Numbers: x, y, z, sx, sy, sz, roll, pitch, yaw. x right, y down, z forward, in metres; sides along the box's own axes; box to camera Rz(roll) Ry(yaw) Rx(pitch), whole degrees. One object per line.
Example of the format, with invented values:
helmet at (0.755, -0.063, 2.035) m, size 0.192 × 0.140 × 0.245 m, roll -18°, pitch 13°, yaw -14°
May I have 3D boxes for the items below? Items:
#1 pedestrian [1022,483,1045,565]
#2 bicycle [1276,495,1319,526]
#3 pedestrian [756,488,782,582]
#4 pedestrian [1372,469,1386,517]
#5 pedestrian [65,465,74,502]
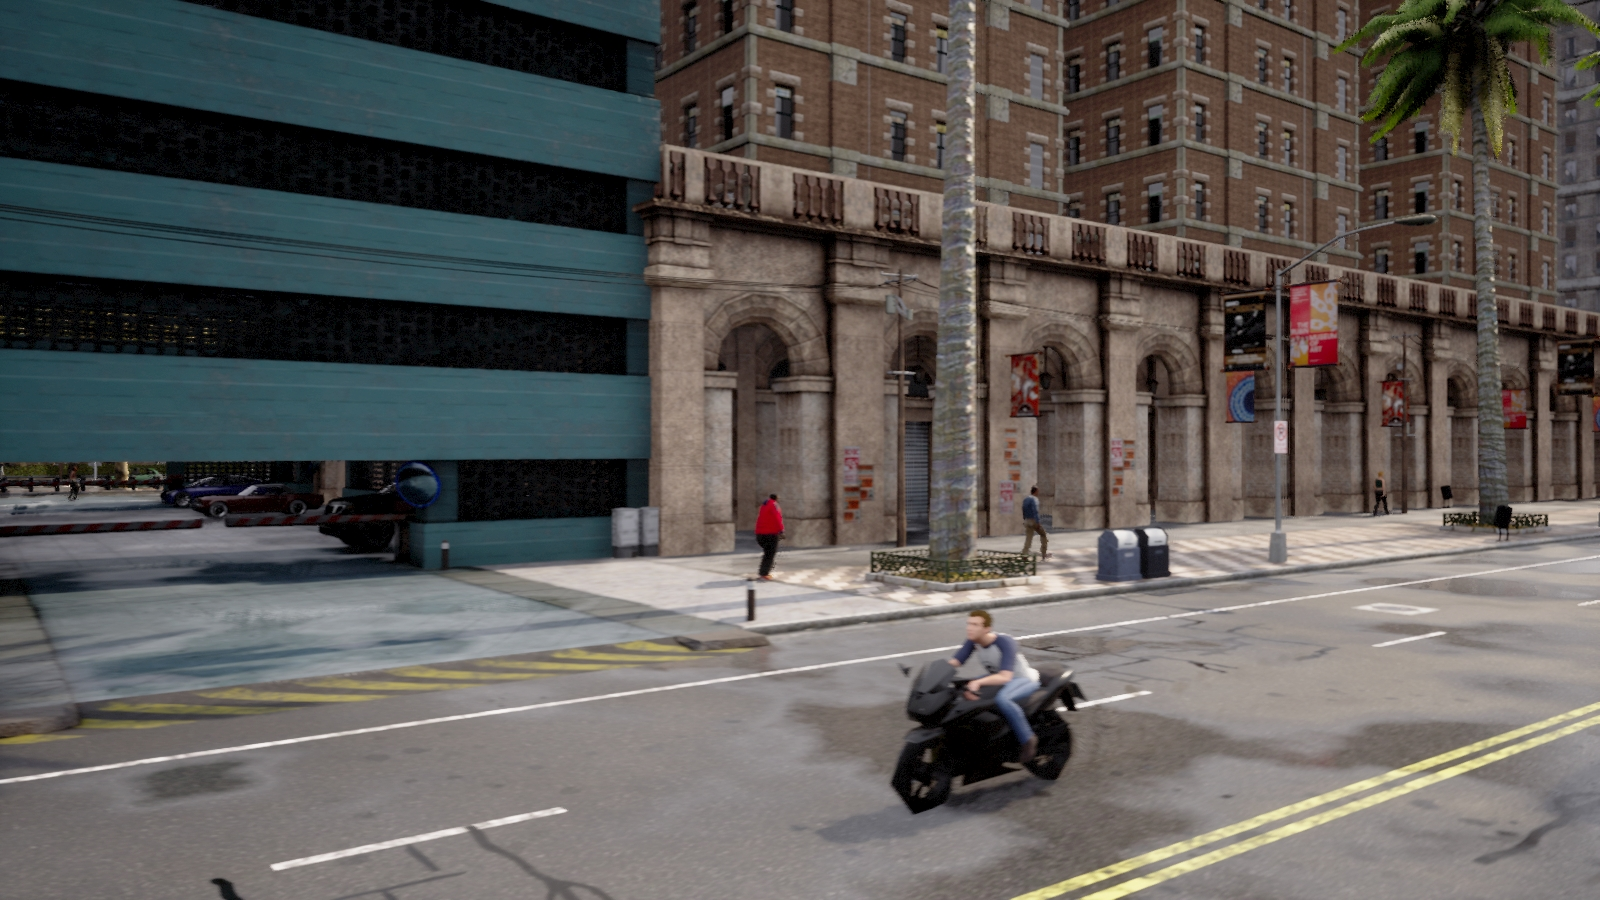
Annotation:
pedestrian at (5.396, 1.698, 26.428) m, size 0.375 × 1.860 × 0.375 m, roll 0°, pitch 0°, yaw -26°
bicycle at (18.681, 2.259, 42.904) m, size 1.487 × 1.080 × 0.859 m, roll 0°, pitch 0°, yaw -36°
pedestrian at (-0.629, 1.700, 22.972) m, size 0.375 × 1.860 × 0.375 m, roll 0°, pitch 0°, yaw -33°
pedestrian at (22.954, 1.700, 45.291) m, size 0.375 × 1.860 × 0.375 m, roll 0°, pitch 0°, yaw -30°
pedestrian at (-37.314, 1.706, 58.390) m, size 0.375 × 1.860 × 0.375 m, roll 0°, pitch 0°, yaw -30°
